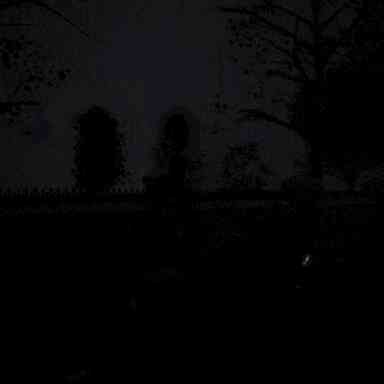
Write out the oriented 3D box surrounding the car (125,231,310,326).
[{"bbox_3d":[0.739,1.563,7.085,4.313,1.339,1.947,0,0,-35],"label":"car"}]
